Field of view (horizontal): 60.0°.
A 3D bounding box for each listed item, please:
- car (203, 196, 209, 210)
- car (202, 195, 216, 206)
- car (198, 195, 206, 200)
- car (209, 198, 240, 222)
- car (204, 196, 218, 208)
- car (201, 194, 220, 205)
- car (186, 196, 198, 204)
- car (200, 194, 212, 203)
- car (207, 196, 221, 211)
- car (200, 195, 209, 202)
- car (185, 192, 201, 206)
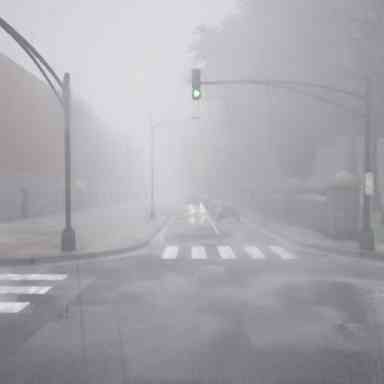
[{"bbox_3d":[2.618,1.421,36.086,2.008,1.369,4.403,-1,0,0],"label":"car"},{"bbox_3d":[2.612,1.297,52.437,1.967,1.590,4.097,-1,0,0],"label":"car"},{"bbox_3d":[2.607,1.460,90.588,2.008,1.369,4.403,-1,0,0],"label":"car"},{"bbox_3d":[2.620,1.445,25.185,2.008,1.369,4.403,-1,0,0],"label":"car"},{"bbox_3d":[2.615,1.385,47.156,1.752,1.417,4.829,-1,0,0],"label":"car"},{"bbox_3d":[2.612,1.179,41.535,2.192,1.841,5.009,-1,0,0],"label":"car"},{"bbox_3d":[-0.010,1.409,60.164,2.033,1.411,5.357,0,0,0],"label":"car"},{"bbox_3d":[2.610,1.299,63.337,1.967,1.590,4.097,-1,0,0],"label":"car"},{"bbox_3d":[2.619,1.406,30.804,1.752,1.417,4.829,-1,0,0],"label":"car"},{"bbox_3d":[2.738,1.351,75.031,1.882,1.535,5.008,0,0,0],"label":"car"},{"bbox_3d":[0.043,1.214,50.140,2.097,1.767,4.553,0,0,0],"label":"car"}]
